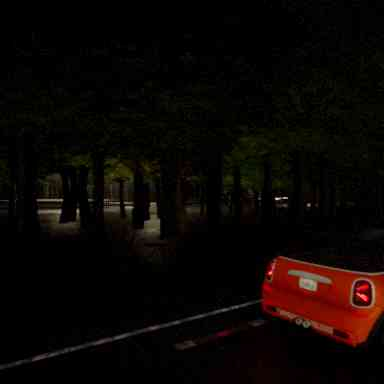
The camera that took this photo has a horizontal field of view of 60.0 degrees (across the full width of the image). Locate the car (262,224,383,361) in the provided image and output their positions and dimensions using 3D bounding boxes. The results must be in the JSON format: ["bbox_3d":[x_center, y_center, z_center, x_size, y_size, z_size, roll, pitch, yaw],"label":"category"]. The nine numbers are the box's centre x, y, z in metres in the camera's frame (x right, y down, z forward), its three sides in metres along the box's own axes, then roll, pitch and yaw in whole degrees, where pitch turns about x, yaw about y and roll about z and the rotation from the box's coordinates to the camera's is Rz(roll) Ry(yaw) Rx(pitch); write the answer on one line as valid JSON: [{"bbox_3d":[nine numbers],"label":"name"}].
[{"bbox_3d":[3.467,1.425,6.210,4.553,1.767,2.097,1,0,-35],"label":"car"}]
